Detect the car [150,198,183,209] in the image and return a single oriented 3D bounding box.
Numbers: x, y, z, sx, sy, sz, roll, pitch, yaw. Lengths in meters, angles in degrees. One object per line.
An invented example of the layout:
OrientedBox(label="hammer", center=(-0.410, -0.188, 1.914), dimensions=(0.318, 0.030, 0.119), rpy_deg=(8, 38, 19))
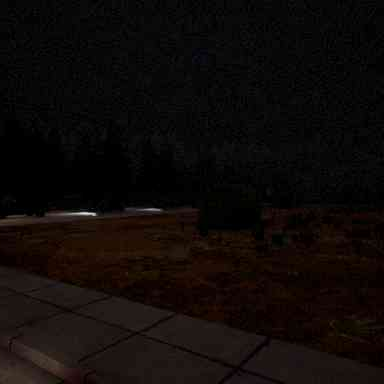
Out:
OrientedBox(label="car", center=(-3.442, 1.574, 46.103), dimensions=(2.033, 1.411, 5.357), rpy_deg=(0, 0, 37))

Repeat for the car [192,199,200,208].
OrientedBox(label="car", center=(1.880, 1.591, 47.269), dimensions=(1.994, 1.385, 4.181), rpy_deg=(0, 0, 39))

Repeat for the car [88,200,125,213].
OrientedBox(label="car", center=(-9.641, 1.591, 37.719), dimensions=(1.994, 1.385, 4.181), rpy_deg=(0, 0, 37))

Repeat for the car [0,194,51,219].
OrientedBox(label="car", center=(-15.536, 1.248, 29.740), dimensions=(2.150, 2.045, 5.566), rpy_deg=(0, 0, 36))
